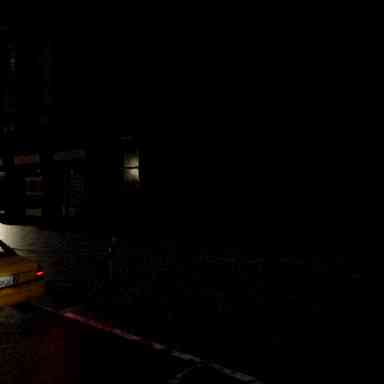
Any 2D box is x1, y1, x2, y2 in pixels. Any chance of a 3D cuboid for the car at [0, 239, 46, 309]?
[{"bbox_3d":[-5.195,1.456,6.949,5.366,1.575,1.801,0,0,35],"label":"car"}]
